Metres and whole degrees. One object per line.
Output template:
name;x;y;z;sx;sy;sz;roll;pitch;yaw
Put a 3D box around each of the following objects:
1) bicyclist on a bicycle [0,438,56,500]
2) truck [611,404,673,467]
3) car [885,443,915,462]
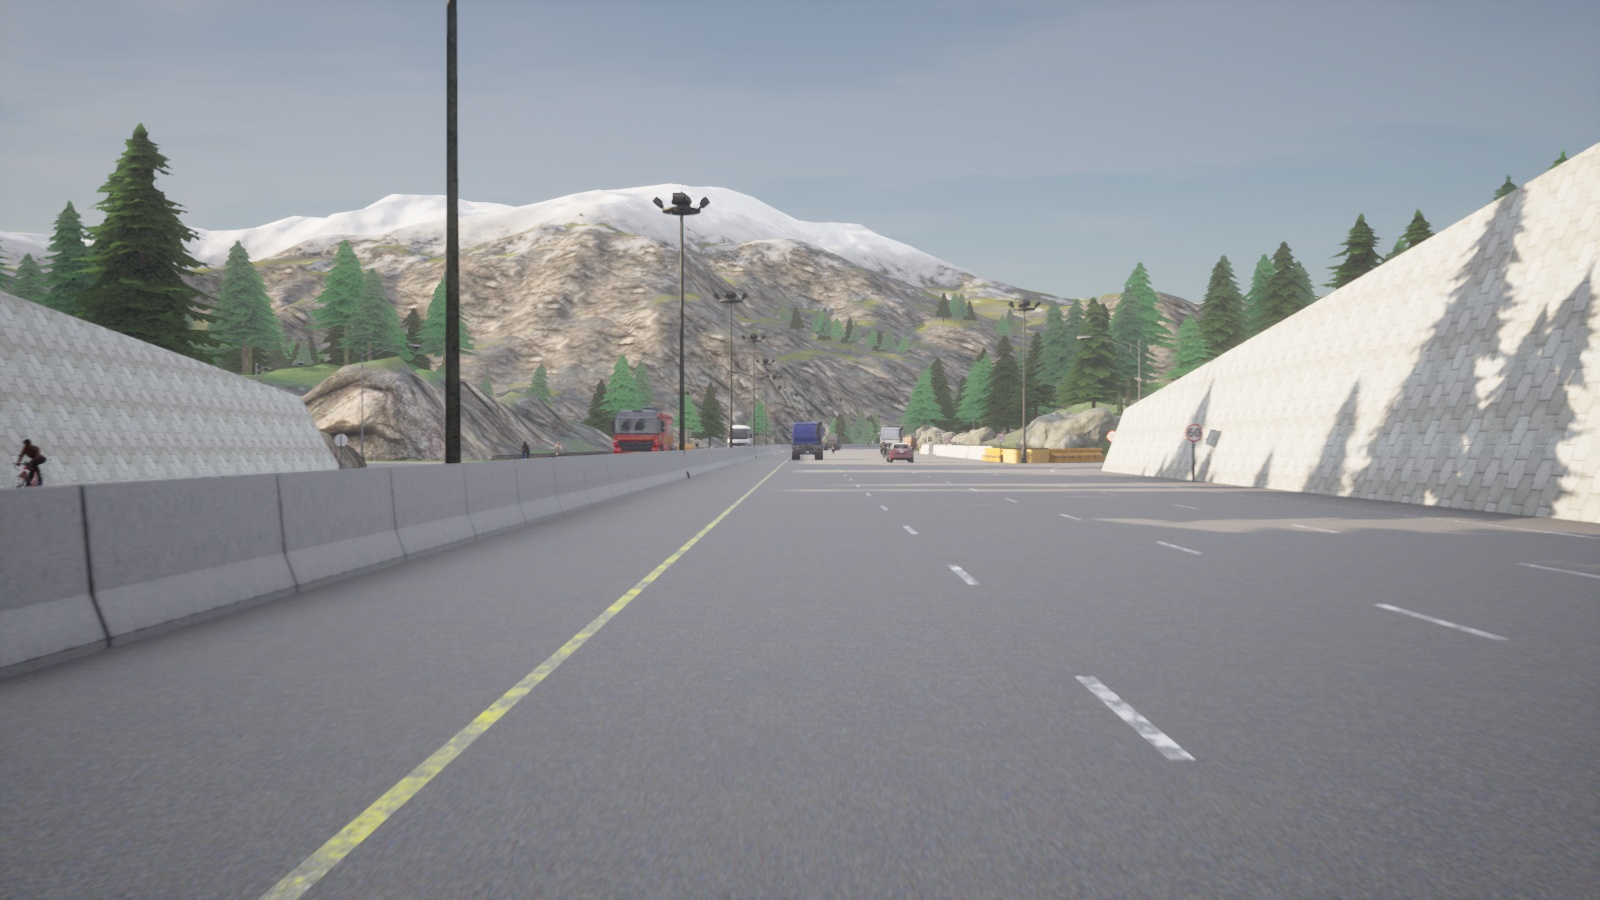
bicyclist on a bicycle;-20.793;0.492;33.745;0.582;1.620;1.656;0;1;0
truck;-10.026;-0.880;80.527;2.891;3.827;8.468;0;0;0
car;7.559;0.180;95.429;1.970;1.475;3.806;0;0;0
